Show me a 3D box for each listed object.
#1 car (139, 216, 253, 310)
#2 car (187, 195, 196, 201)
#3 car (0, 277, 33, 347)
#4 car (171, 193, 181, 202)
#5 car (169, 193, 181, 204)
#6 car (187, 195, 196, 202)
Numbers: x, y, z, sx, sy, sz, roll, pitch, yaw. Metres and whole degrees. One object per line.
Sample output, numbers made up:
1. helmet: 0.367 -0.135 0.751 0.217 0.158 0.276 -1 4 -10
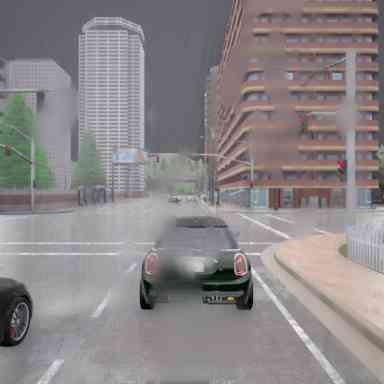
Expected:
1. car: 0.096 1.352 7.978 2.097 1.767 4.553 0 0 1
2. car: -0.188 1.507 85.386 2.128 1.511 4.902 0 0 0
3. car: -3.433 1.526 3.358 1.812 1.442 4.674 0 0 0
4. car: -3.668 1.219 76.127 2.150 2.045 5.566 0 0 0
5. car: -3.543 1.492 65.048 2.128 1.511 4.902 0 0 0
6. car: -0.168 1.519 76.386 1.812 1.442 4.674 0 0 0
